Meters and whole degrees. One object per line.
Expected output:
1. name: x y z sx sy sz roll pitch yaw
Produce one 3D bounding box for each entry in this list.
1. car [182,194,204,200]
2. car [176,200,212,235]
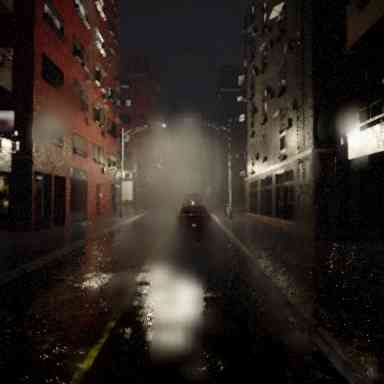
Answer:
1. car: 0.110 1.198 36.252 2.150 2.045 5.566 0 0 0
2. car: 0.100 1.470 18.821 1.882 1.535 5.008 0 0 0
